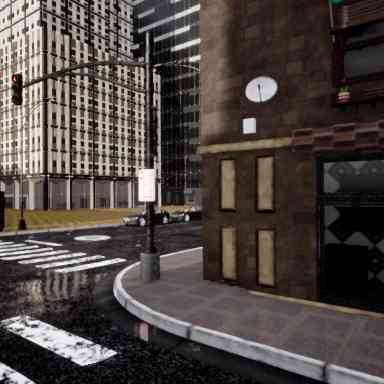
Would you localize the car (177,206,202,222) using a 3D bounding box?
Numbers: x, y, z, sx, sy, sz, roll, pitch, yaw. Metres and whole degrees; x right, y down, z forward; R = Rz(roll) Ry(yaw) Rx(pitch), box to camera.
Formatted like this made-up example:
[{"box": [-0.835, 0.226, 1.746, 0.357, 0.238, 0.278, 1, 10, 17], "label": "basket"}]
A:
[{"box": [-0.296, 1.974, 30.465, 2.008, 1.369, 4.403, -2, -2, 35], "label": "car"}]

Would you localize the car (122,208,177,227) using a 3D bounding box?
[{"box": [-3.500, 1.893, 25.909, 2.008, 1.369, 4.403, -2, -2, 35], "label": "car"}]
